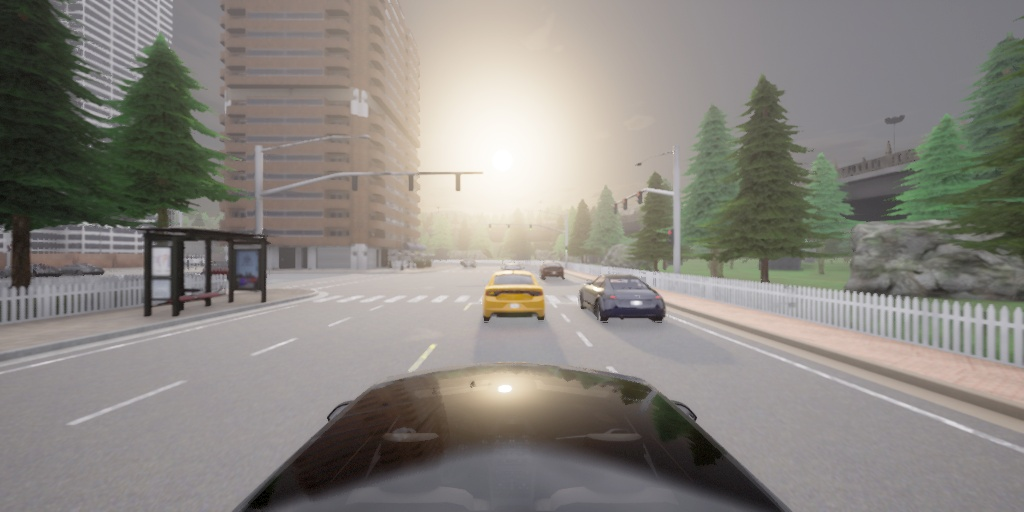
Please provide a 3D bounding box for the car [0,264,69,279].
[{"bbox_3d":[-45.239,1.428,33.713,4.181,1.385,1.994,0,0,0],"label":"car"}]

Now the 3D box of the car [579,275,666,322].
[{"bbox_3d":[3.574,1.328,12.314,1.994,1.385,4.181,0,0,0],"label":"car"}]

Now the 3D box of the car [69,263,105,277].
[{"bbox_3d":[-45.143,1.433,37.213,4.181,1.385,1.994,0,0,0],"label":"car"}]

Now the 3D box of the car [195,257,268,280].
[{"bbox_3d":[-23.253,1.207,30.184,4.553,1.767,2.097,0,0,0],"label":"car"}]

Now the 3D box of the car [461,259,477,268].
[{"bbox_3d":[-7.149,1.332,61.171,2.128,1.511,4.902,0,0,0],"label":"car"}]

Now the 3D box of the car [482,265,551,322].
[{"bbox_3d":[0.008,1.244,12.508,1.882,1.535,5.008,0,0,-2],"label":"car"}]

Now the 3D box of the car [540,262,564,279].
[{"bbox_3d":[3.549,1.278,32.635,1.882,1.535,5.008,0,0,0],"label":"car"}]
